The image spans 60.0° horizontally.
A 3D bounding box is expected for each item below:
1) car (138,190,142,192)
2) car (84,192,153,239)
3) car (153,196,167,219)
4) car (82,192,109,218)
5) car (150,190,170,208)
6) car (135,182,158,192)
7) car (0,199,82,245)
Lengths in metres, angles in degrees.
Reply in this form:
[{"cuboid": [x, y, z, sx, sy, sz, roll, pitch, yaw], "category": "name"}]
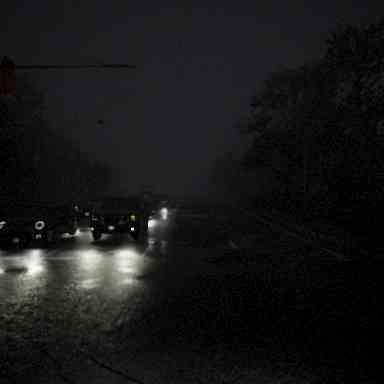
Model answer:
[{"cuboid": [-7.067, 0.967, 36.256, 1.882, 1.535, 5.008, 0, 2, 1], "category": "car"}, {"cuboid": [-3.595, 1.209, 17.554, 2.150, 2.045, 5.566, 0, 1, 0], "category": "car"}, {"cuboid": [-3.587, 1.335, 27.815, 2.033, 1.411, 5.357, 0, 2, 0], "category": "car"}, {"cuboid": [-7.091, 1.074, 25.220, 2.150, 2.045, 5.566, 0, 1, 0], "category": "car"}, {"cuboid": [-3.577, 0.913, 38.142, 1.837, 1.490, 4.892, 0, 3, 0], "category": "car"}, {"cuboid": [-6.999, -0.280, 51.591, 2.150, 2.045, 5.566, 0, 3, 0], "category": "car"}, {"cuboid": [-7.096, 1.357, 15.655, 2.097, 1.767, 4.553, 0, 0, 0], "category": "car"}]
